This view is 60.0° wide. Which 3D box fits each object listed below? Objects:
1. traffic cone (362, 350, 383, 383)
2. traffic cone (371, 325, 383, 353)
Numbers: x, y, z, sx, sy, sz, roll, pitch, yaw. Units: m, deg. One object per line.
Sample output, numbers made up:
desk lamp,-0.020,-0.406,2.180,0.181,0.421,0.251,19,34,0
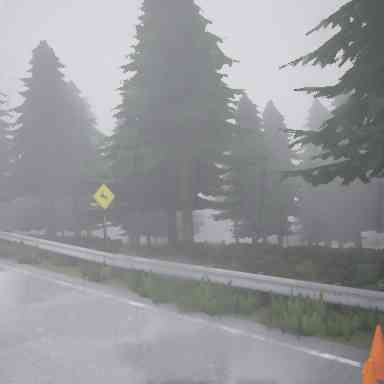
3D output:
traffic cone,1.772,1.956,3.297,0.340,0.580,0.340,0,0,34
traffic cone,2.321,1.956,4.130,0.340,0.580,0.340,0,0,34
